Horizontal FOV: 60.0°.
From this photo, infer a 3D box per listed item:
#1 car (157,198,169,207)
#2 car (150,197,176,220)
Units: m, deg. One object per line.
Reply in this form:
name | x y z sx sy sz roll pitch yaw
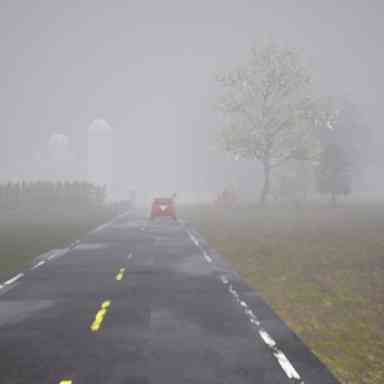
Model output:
car | -5.177 1.805 58.670 2.128 1.511 4.902 0 -1 -6
car | -2.580 1.461 29.842 2.150 2.045 5.566 0 0 -5
